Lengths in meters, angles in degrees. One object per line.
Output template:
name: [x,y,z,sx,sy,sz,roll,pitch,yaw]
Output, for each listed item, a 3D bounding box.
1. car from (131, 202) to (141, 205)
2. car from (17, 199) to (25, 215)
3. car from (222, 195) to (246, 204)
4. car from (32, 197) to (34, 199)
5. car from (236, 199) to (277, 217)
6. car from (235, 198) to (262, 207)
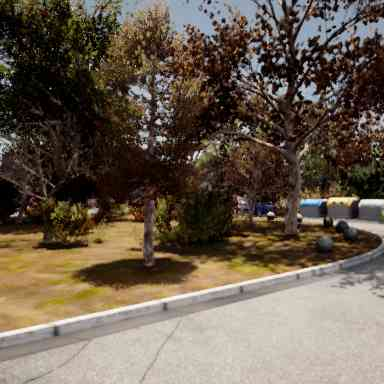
car: [-11.049,2.049,62.675,2.163,1.488,4.792,0,0,-35]
car: [-27.170,1.889,51.484,2.435,2.045,5.566,0,0,-35]
car: [9.705,1.638,77.012,2.435,2.045,5.566,0,0,-35]
car: [-24.867,1.872,53.083,2.435,2.045,5.566,0,0,-35]
car: [6.729,1.847,35.243,1.882,1.535,5.008,4,-3,-33]
car: [10.392,1.921,61.608,2.097,1.535,5.008,0,0,-35]
